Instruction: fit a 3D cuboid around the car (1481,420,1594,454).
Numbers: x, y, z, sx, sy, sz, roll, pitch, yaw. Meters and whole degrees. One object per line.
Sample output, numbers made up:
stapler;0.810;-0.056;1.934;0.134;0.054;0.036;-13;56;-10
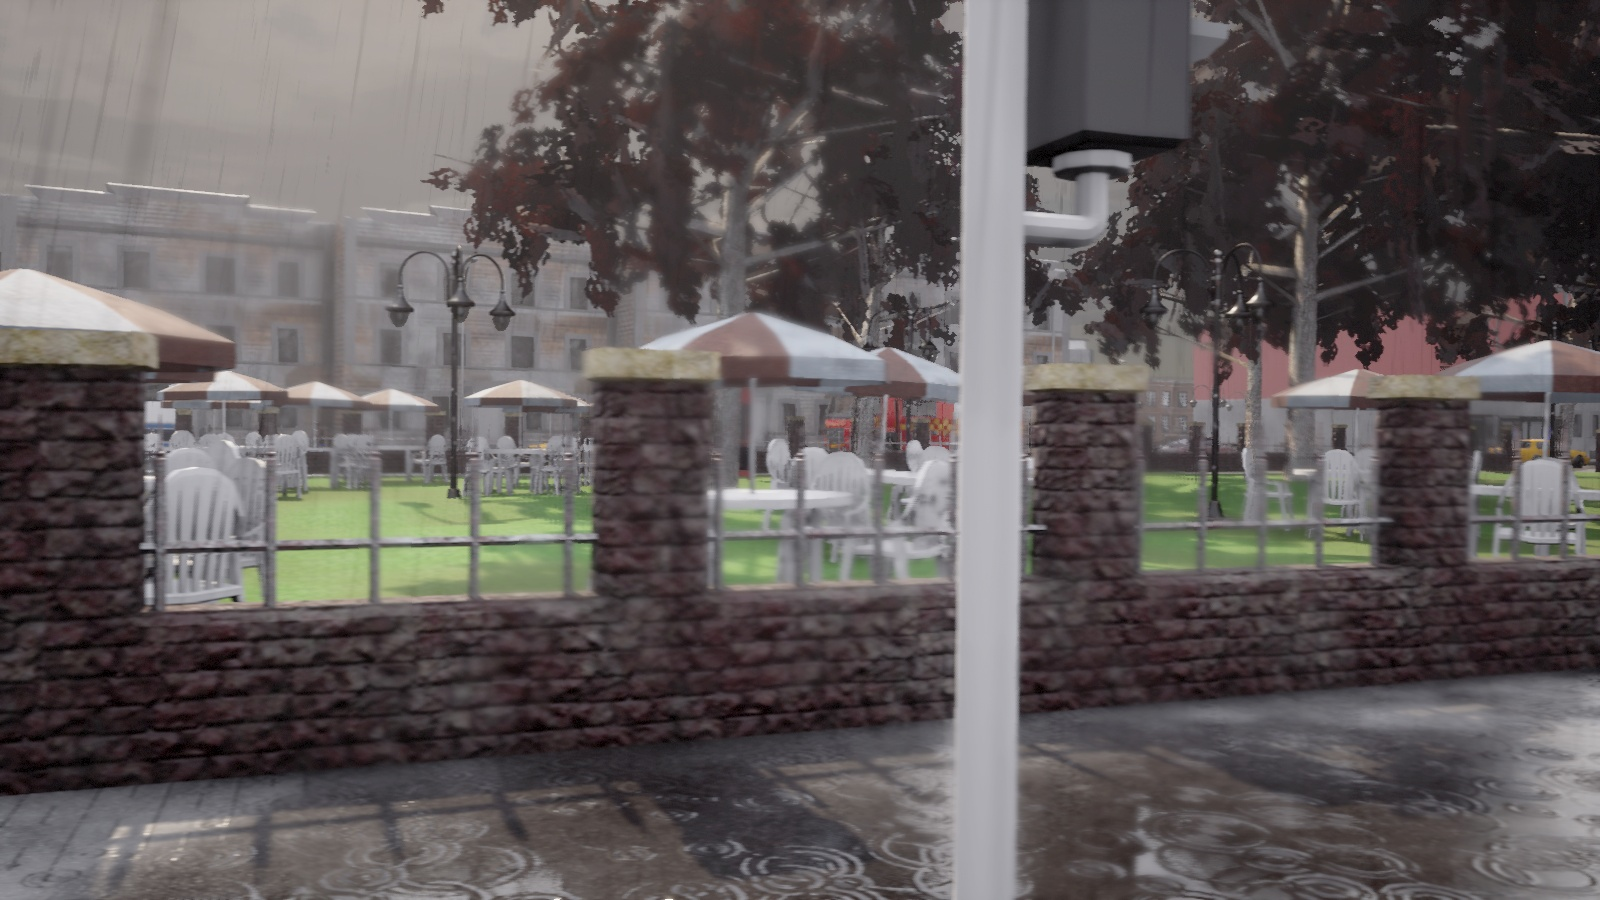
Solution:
car;36.261;-0.663;61.712;5.366;1.575;1.801;-1;1;-21

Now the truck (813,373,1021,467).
truck;5.071;-1.304;54.106;8.468;3.827;2.891;-1;1;-21

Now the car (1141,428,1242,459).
car;18.468;-0.304;59.229;4.181;1.385;1.994;-1;1;-21

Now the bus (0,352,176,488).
bus;-26.233;-0.966;40.716;10.273;4.253;3.944;-1;1;-34
